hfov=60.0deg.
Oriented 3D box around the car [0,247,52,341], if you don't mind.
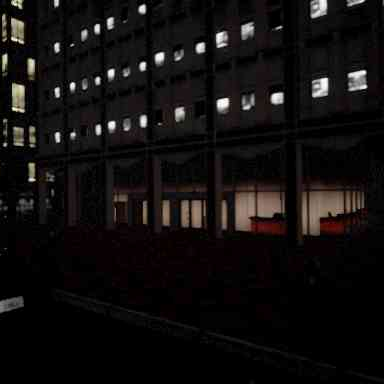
[{"bbox_3d":[-4.226,1.635,5.887,4.313,1.339,1.947,-1,-1,35],"label":"car"}]
